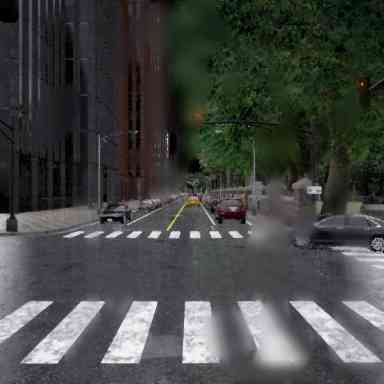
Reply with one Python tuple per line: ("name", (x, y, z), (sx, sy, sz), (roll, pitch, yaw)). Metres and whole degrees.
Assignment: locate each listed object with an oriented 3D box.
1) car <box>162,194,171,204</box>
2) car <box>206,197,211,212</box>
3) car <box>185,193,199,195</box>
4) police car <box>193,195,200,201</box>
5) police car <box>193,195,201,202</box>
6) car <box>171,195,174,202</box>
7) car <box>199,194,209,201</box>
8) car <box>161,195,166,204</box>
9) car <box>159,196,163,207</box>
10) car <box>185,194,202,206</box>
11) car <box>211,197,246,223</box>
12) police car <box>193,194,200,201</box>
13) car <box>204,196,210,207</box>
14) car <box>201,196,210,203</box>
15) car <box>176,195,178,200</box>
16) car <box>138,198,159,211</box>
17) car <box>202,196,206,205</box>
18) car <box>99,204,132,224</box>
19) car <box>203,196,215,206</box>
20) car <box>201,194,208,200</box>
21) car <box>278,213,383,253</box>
("car", (-5.565, 1.635, 63.433), (1.802, 1.307, 4.206), (0, 0, 0))
("car", (2.875, 1.588, 36.129), (1.947, 1.339, 4.313), (0, 0, 0))
("car", (0.204, 1.277, 65.377), (2.150, 2.045, 5.566), (0, 0, 0))
("police car", (1.151, 1.511, 85.988), (1.930, 1.638, 5.238), (0, 0, 0))
("police car", (1.138, 1.495, 75.988), (1.930, 1.638, 5.238), (0, 0, 0))
("car", (-5.547, 1.375, 68.890), (2.192, 1.841, 5.009), (0, 0, 0))
("car", (3.029, 1.400, 85.238), (2.192, 1.841, 5.009), (0, 0, 0))
("car", (-5.599, 1.623, 52.519), (1.802, 1.307, 4.206), (0, 0, 0))
("car", (-5.616, 1.616, 47.062), (1.802, 1.307, 4.206), (0, 0, 0))
("car", (0.223, 1.521, 55.251), (1.882, 1.535, 5.008), (0, 0, 0))
("car", (2.841, 1.326, 25.217), (2.192, 1.841, 5.009), (0, 0, 0))
("police car", (1.188, 1.521, 91.988), (1.930, 1.638, 5.238), (0, 0, 0))
("car", (2.892, 1.579, 41.586), (2.008, 1.369, 4.403), (0, 0, 0))
("car", (2.995, 1.593, 74.495), (1.752, 1.417, 4.829), (0, 0, 0))
("car", (-5.479, 1.533, 90.718), (1.967, 1.590, 4.097), (0, 0, 0))
("car", (-5.633, 1.579, 41.605), (2.008, 1.369, 4.403), (0, 0, 0))
("car", (2.909, 1.585, 47.042), (2.008, 1.369, 4.403), (0, 0, 0))
("car", (-5.685, 1.576, 25.234), (1.947, 1.339, 4.313), (0, 0, 0))
("car", (2.943, 1.487, 57.956), (1.967, 1.590, 4.097), (0, 0, 0))
("car", (2.926, 1.481, 52.499), (1.967, 1.590, 4.097), (0, 0, 0))
("car", (6.207, 1.650, 14.262), (4.892, 1.490, 1.837), (2, 1, 13))
